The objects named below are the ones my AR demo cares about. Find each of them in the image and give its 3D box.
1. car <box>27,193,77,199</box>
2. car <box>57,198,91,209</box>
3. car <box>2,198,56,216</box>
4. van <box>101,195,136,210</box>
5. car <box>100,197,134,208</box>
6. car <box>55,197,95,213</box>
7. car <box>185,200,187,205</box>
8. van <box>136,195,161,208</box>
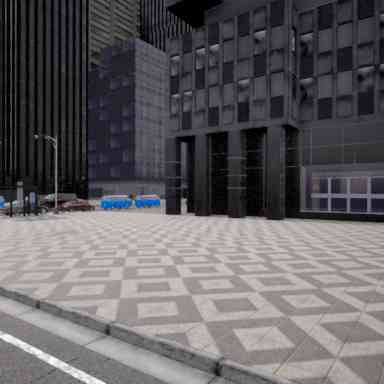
[{"bbox_3d":[-16.673,1.197,40.934,2.150,2.045,5.566,0,0,35],"label":"car"},{"bbox_3d":[-16.281,1.547,46.081,1.802,1.307,4.206,0,0,35],"label":"car"},{"bbox_3d":[-15.925,1.548,31.887,2.008,1.369,4.403,0,0,35],"label":"car"},{"bbox_3d":[-9.336,1.331,41.135,1.690,1.788,3.998,0,0,35],"label":"van"},{"bbox_3d":[-10.981,1.475,48.912,1.837,1.490,4.892,0,0,36],"label":"car"},{"bbox_3d":[-12.631,1.575,36.511,1.802,1.307,4.206,0,0,35],"label":"car"},{"bbox_3d":[0.545,1.567,55.008,1.802,1.307,4.206,0,0,35],"label":"car"},{"bbox_3d":[-6.042,1.328,45.759,1.690,1.788,3.998,0,0,35],"label":"van"}]
